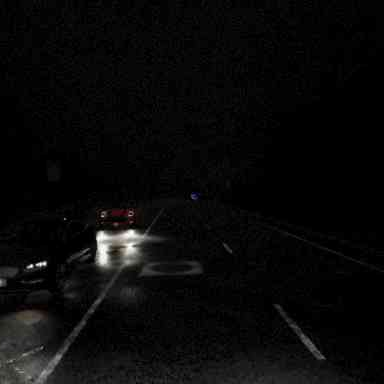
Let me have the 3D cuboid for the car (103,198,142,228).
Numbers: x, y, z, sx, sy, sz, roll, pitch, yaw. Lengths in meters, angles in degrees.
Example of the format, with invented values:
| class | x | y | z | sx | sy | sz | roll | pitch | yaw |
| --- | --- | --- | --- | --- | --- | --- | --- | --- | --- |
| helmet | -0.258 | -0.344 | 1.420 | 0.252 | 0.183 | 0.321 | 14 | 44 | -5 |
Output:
| class | x | y | z | sx | sy | sz | roll | pitch | yaw |
| --- | --- | --- | --- | --- | --- | --- | --- | --- | --- |
| car | -4.441 | 1.272 | 21.209 | 2.097 | 1.767 | 4.553 | -1 | 0 | -3 |

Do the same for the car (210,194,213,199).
| class | x | y | z | sx | sy | sz | roll | pitch | yaw |
| --- | --- | --- | --- | --- | --- | --- | --- | --- | --- |
| car | 4.141 | 1.131 | 85.975 | 1.837 | 1.490 | 4.892 | -1 | 0 | 13 |

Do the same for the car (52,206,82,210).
| class | x | y | z | sx | sy | sz | roll | pitch | yaw |
| --- | --- | --- | --- | --- | --- | --- | --- | --- | --- |
| car | -7.917 | 1.582 | 20.689 | 1.895 | 1.301 | 4.718 | -1 | 0 | -3 |

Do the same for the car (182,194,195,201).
| class | x | y | z | sx | sy | sz | roll | pitch | yaw |
| --- | --- | --- | --- | --- | --- | --- | --- | --- | --- |
| car | -1.068 | 1.265 | 76.170 | 2.128 | 1.511 | 4.902 | -1 | 0 | 8 |

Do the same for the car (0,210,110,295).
| class | x | y | z | sx | sy | sz | roll | pitch | yaw |
| --- | --- | --- | --- | --- | --- | --- | --- | --- | --- |
| car | -3.878 | 1.482 | 8.893 | 2.128 | 1.511 | 4.902 | -1 | 0 | -2 |

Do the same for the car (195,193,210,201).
| class | x | y | z | sx | sy | sz | roll | pitch | yaw |
| --- | --- | --- | --- | --- | --- | --- | --- | --- | --- |
| car | 2.427 | 1.164 | 75.946 | 1.882 | 1.535 | 5.008 | -1 | 0 | 8 |

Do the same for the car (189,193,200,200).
| class | x | y | z | sx | sy | sz | roll | pitch | yaw |
| --- | --- | --- | --- | --- | --- | --- | --- | --- | --- |
| car | 0.616 | 1.130 | 86.224 | 1.882 | 1.535 | 5.008 | -1 | 0 | 13 |
